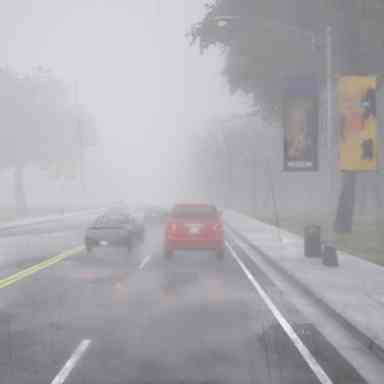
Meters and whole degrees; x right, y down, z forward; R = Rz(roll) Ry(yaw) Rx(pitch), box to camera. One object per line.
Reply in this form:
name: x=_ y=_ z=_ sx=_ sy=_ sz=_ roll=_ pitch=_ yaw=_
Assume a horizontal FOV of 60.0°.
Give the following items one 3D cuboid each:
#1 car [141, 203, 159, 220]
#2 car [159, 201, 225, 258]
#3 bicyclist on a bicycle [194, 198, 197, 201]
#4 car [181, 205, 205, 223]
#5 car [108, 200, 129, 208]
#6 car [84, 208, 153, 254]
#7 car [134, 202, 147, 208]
car: x=-3.149 y=1.941 z=30.289 sx=1.994 sy=1.385 sz=4.181 roll=0 pitch=-1 yaw=0
car: x=0.091 y=1.391 z=13.601 sx=2.150 sy=2.045 sz=5.566 roll=0 pitch=-1 yaw=0
bicyclist on a bicycle: x=0.935 y=2.487 z=87.399 sx=0.659 sy=1.776 sz=1.843 roll=0 pitch=-1 yaw=0
car: x=0.101 y=1.942 z=30.353 sx=1.994 sy=1.385 sz=4.181 roll=0 pitch=-1 yaw=0
car: x=-9.816 y=1.906 z=44.527 sx=2.097 sy=1.767 sz=4.553 roll=0 pitch=-1 yaw=0
car: x=-3.159 y=1.672 z=14.453 sx=2.128 sy=1.511 sz=4.902 roll=0 pitch=-1 yaw=0
car: x=-6.569 y=2.078 z=44.268 sx=1.812 sy=1.442 sz=4.674 roll=0 pitch=-1 yaw=0
